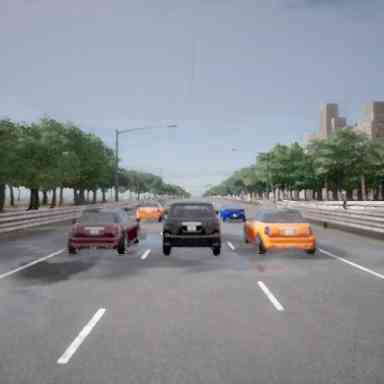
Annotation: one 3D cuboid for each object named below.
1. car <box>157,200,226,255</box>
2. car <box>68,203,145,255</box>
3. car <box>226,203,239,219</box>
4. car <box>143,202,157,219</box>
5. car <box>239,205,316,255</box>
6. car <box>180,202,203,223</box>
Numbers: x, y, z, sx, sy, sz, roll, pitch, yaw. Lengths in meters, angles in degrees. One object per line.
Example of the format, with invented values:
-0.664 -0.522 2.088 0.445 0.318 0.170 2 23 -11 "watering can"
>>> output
-0.006 1.348 13.997 2.150 2.045 5.566 0 0 0 "car"
-3.503 1.482 14.066 2.097 1.767 4.553 0 -1 0 "car"
3.494 1.747 29.450 1.882 1.535 5.008 0 0 0 "car"
-3.512 1.616 29.065 2.097 1.767 4.553 0 -1 0 "car"
3.497 1.482 14.070 2.097 1.767 4.553 0 -1 0 "car"
-0.006 1.747 29.477 1.882 1.535 5.008 0 0 0 "car"
